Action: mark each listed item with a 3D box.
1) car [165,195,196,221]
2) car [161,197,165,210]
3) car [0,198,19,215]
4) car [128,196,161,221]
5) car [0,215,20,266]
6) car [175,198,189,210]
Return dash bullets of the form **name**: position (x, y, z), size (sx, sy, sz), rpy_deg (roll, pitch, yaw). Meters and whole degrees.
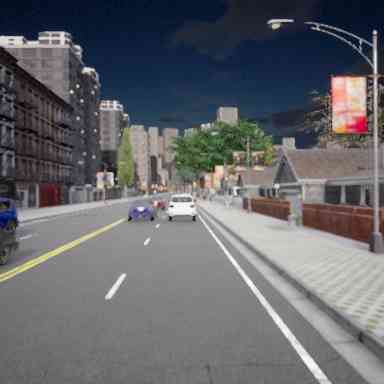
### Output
- **car**: position (-0.815, 1.237, 27.905), size (2.150, 2.045, 5.566), rpy_deg (-1, 0, -1)
- **car**: position (-4.554, 1.406, 43.814), size (2.097, 1.767, 4.553), rpy_deg (-1, 0, -2)
- **car**: position (-10.307, 1.352, 15.668), size (2.150, 2.045, 5.566), rpy_deg (-1, 0, -2)
- **car**: position (-4.063, 1.405, 28.180), size (2.097, 1.767, 4.553), rpy_deg (-1, 0, -1)
- **car**: position (-6.758, 1.633, 9.083), size (2.033, 1.411, 5.357), rpy_deg (-1, 0, -2)
- **car**: position (-1.295, 1.540, 43.588), size (1.812, 1.442, 4.674), rpy_deg (-1, 0, -1)
